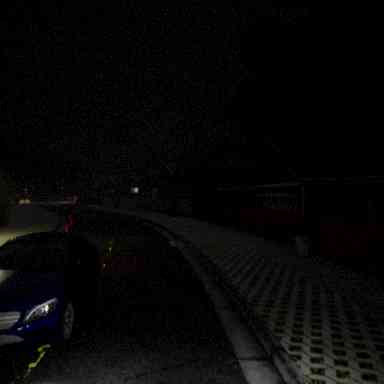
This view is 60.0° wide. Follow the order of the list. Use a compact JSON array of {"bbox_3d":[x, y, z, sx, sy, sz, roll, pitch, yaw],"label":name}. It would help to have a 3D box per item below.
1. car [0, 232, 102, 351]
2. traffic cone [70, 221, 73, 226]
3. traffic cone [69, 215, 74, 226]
[{"bbox_3d":[-2.925,1.575,6.476,1.812,1.442,4.674,0,0,-6],"label":"car"},{"bbox_3d":[-7.143,2.097,19.009,0.340,0.580,0.340,0,0,-15],"label":"traffic cone"},{"bbox_3d":[-8.564,2.130,23.643,0.340,0.580,0.340,0,0,-19],"label":"traffic cone"}]
